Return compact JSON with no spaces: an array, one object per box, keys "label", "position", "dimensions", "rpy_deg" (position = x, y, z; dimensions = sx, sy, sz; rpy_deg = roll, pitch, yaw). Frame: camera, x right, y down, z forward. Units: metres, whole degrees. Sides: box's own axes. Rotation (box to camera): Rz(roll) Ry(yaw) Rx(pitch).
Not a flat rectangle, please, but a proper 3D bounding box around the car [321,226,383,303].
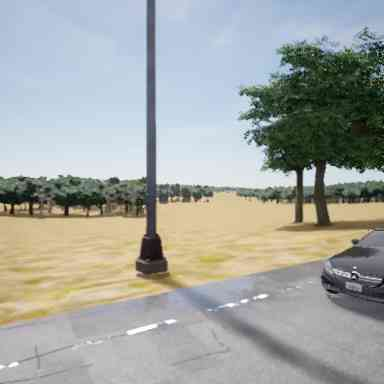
[{"label":"car","position":[4.893,1.510,7.618],"dimensions":[4.674,1.442,1.812],"rpy_deg":[0,0,-37]}]
